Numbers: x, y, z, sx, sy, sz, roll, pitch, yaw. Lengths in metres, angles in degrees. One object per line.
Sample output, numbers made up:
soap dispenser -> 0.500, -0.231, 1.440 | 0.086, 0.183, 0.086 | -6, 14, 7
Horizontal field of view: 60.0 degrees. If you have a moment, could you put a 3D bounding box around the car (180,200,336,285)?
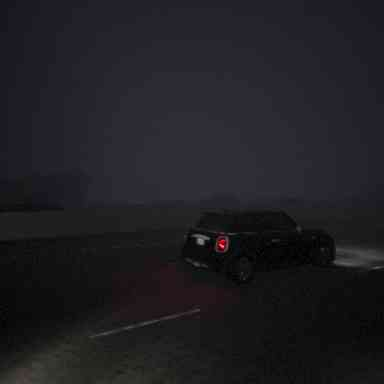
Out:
car -> 1.994, 1.262, 9.438 | 4.553, 1.767, 2.097 | 0, 1, -33

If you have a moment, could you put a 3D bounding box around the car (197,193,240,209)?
car -> 3.119, 0.959, 38.645 | 4.553, 1.767, 2.097 | 0, 1, -28

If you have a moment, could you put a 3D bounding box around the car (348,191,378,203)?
car -> 23.394, 0.912, 44.386 | 5.566, 2.045, 2.150 | 0, 1, -22

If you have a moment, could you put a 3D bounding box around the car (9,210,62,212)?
car -> -10.951, 1.170, 21.855 | 4.902, 1.511, 2.128 | 0, 1, -34
